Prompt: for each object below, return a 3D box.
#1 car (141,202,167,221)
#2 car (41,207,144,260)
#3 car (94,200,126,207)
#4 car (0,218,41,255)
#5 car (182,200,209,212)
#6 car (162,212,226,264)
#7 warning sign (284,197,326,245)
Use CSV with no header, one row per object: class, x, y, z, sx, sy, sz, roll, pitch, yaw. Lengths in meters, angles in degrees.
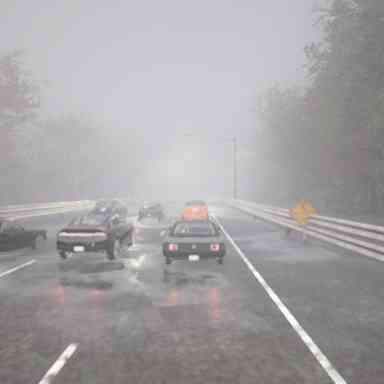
car,-3.202,1.549,27.486,2.128,1.511,4.902,0,0,1
car,-3.393,1.521,12.529,2.128,1.511,4.902,0,0,1
car,-6.702,1.410,27.483,2.097,1.767,4.553,0,0,1
car,-6.894,1.542,11.581,1.895,1.301,4.718,5,-3,2
car,0.297,1.408,27.380,2.097,1.767,4.553,0,0,1
car,0.097,1.628,11.870,1.895,1.301,4.718,0,0,1
warning sign,4.596,1.147,13.659,1.300,1.860,1.060,-1,-2,0
